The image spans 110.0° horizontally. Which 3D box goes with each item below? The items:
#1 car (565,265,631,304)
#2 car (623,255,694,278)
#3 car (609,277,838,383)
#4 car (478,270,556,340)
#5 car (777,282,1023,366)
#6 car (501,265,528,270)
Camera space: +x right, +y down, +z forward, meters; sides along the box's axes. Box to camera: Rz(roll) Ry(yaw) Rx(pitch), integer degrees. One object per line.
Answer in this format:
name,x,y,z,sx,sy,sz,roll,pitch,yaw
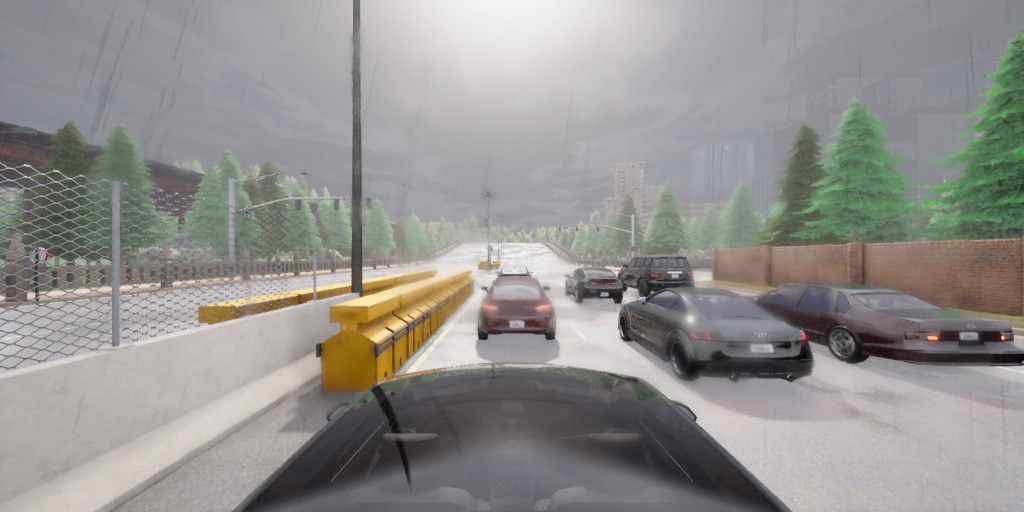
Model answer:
car,3.618,1.255,16.387,1.837,1.490,4.892,0,0,0
car,7.120,0.972,18.326,2.150,2.045,5.566,0,0,0
car,3.612,1.314,7.220,1.994,1.385,4.181,0,0,-1
car,0.112,1.276,9.851,1.812,1.442,4.674,0,0,0
car,7.109,1.297,8.084,2.033,1.411,5.357,0,0,0
car,0.123,1.241,19.097,2.128,1.511,4.902,0,0,0
